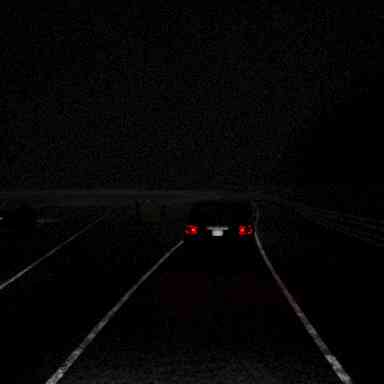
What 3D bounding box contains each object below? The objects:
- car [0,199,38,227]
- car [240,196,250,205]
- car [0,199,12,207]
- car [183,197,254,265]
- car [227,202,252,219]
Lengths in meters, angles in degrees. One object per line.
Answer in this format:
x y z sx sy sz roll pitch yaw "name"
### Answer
-12.203 1.510 23.032 1.882 1.535 5.008 0 0 -9 "car"
9.560 1.551 60.424 1.812 1.442 4.674 0 1 8 "car"
-36.918 2.134 64.583 1.837 1.490 4.892 0 -1 -9 "car"
1.032 1.272 12.065 2.150 2.045 5.566 0 0 7 "car"
4.807 1.724 33.044 2.033 1.411 5.357 0 0 12 "car"
